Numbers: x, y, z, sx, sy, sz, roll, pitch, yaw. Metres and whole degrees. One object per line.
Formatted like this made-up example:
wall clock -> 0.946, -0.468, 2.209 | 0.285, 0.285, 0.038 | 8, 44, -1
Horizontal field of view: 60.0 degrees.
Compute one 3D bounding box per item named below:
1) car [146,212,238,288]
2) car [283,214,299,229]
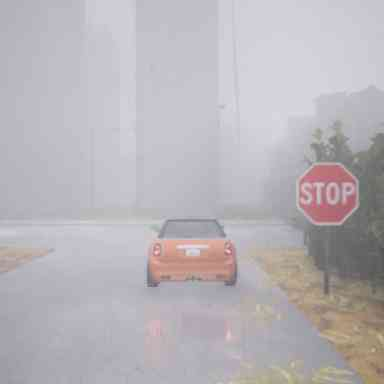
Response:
car -> -0.104, 1.349, 9.451 | 2.097, 1.767, 4.553 | 0, 0, -3
car -> 7.813, 1.593, 19.364 | 4.718, 1.301, 1.895 | 0, 0, 0
